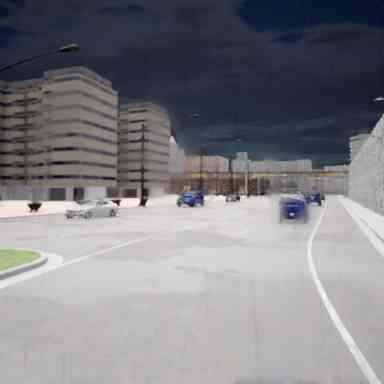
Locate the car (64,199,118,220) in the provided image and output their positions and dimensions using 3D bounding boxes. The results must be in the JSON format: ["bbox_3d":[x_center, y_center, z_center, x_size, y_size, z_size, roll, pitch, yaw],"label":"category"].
[{"bbox_3d":[-7.519,1.257,25.311,1.812,1.442,4.674,1,0,23],"label":"car"}]

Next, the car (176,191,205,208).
[{"bbox_3d":[-0.075,0.895,42.933,2.150,2.045,5.566,1,1,23],"label":"car"}]

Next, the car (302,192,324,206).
[{"bbox_3d":[18.659,1.025,51.110,2.150,2.045,5.566,1,1,23],"label":"car"}]

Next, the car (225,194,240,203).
[{"bbox_3d":[7.508,1.139,60.708,2.128,1.511,4.902,1,0,23],"label":"car"}]

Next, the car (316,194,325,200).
[{"bbox_3d":[32.840,1.233,84.774,2.033,1.411,5.357,1,0,23],"label":"car"}]

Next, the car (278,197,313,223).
[{"bbox_3d":[7.751,1.367,24.919,1.882,1.535,5.008,1,0,23],"label":"car"}]

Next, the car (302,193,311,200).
[{"bbox_3d":[29.667,1.150,86.255,1.837,1.490,4.892,1,0,23],"label":"car"}]

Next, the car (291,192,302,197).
[{"bbox_3d":[19.624,0.948,62.413,2.150,2.045,5.566,1,0,23],"label":"car"}]

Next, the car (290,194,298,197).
[{"bbox_3d":[13.583,1.340,47.831,1.994,1.385,4.181,1,0,23],"label":"car"}]
